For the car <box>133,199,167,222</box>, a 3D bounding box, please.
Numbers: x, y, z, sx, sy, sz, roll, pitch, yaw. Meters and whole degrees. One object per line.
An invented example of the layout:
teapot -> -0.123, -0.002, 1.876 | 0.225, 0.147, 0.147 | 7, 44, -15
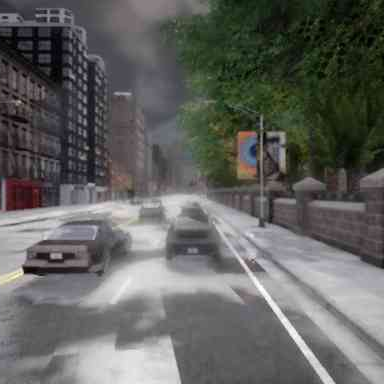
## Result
car -> -3.198, 1.581, 27.618 | 2.128, 1.511, 4.902 | 0, 0, 1

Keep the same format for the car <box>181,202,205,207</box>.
car -> 0.053, 1.595, 27.621 | 1.837, 1.490, 4.892 | 0, 0, 0

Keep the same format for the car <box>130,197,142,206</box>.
car -> -9.775, 1.699, 58.821 | 1.837, 1.490, 4.892 | 0, 0, 1

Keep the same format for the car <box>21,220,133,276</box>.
car -> -3.221, 1.582, 10.444 | 2.033, 1.411, 5.357 | 0, 0, 1

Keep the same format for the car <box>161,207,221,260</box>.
car -> 0.049, 1.547, 12.624 | 1.837, 1.490, 4.892 | 0, 0, 0
